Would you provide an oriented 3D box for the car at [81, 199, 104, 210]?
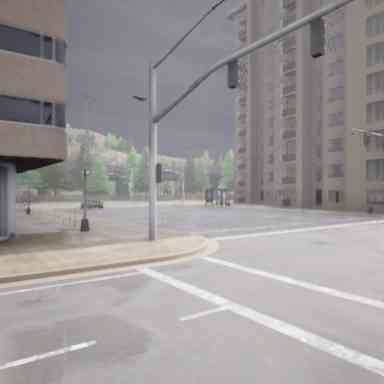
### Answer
[{"bbox_3d":[-13.130,1.591,43.810,1.994,1.385,4.181,0,0,-36],"label":"car"}]
